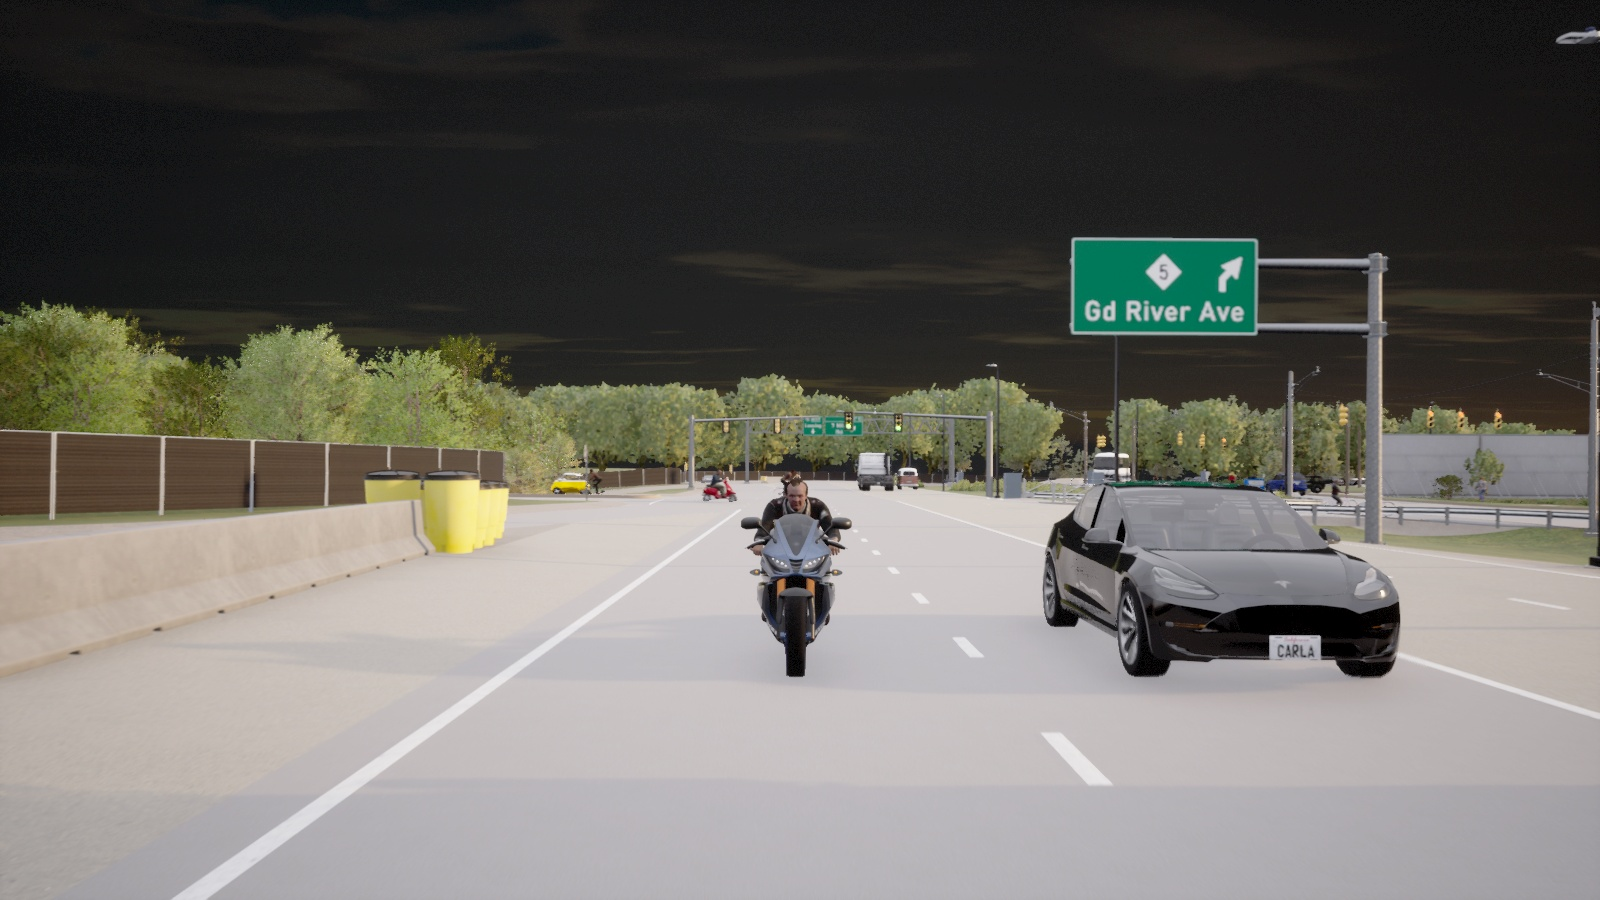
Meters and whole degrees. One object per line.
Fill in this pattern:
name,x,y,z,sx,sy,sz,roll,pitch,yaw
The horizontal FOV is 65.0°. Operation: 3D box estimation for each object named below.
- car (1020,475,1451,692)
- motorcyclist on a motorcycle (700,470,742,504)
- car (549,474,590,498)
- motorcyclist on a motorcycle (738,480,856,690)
car,3.474,0.984,11.205,2.163,1.488,4.792,0,-1,0
motorcyclist on a motorcycle,-3.789,1.759,60.200,1.817,1.590,0.866,0,1,16
car,-13.886,2.170,75.693,2.207,1.376,1.481,1,-1,0
motorcyclist on a motorcycle,-0.024,1.019,10.358,0.866,1.530,2.191,0,-1,0
